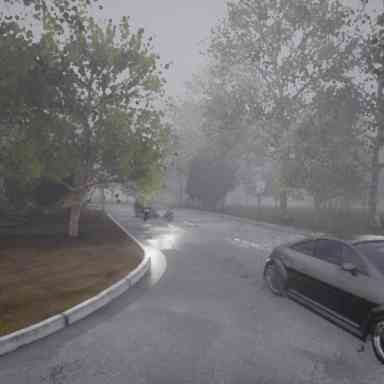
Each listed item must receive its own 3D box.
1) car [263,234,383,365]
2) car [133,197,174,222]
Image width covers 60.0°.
[{"bbox_3d":[2.955,1.444,5.486,1.994,1.385,4.181,0,3,-19],"label":"car"},{"bbox_3d":[-2.562,1.055,21.521,2.128,1.511,4.902,1,1,-19],"label":"car"}]
